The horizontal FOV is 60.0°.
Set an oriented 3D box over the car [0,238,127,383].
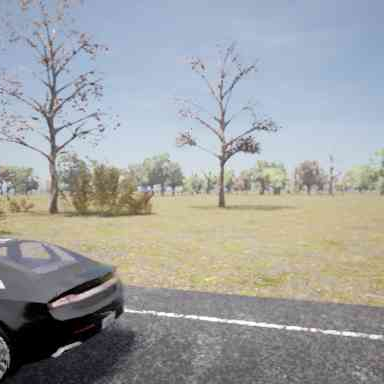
[{"bbox_3d":[-3.421,1.478,5.058,4.902,1.511,2.128,0,0,16],"label":"car"}]
